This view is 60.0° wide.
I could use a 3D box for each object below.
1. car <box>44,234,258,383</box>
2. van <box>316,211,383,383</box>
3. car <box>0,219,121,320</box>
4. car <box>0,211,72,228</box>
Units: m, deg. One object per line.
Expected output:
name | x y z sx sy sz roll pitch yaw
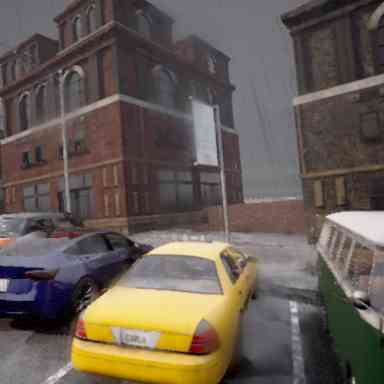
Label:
car | 0.118 1.495 5.849 1.946 1.575 5.366 0 -1 16
van | 2.527 1.259 3.787 1.878 1.987 4.442 0 -1 16
car | -2.406 1.536 7.468 2.163 1.488 4.792 0 -1 16
car | -4.884 1.393 9.235 2.185 1.767 4.553 0 -1 15
